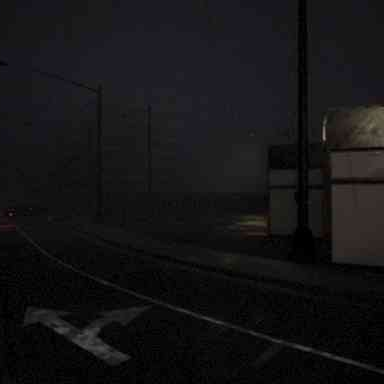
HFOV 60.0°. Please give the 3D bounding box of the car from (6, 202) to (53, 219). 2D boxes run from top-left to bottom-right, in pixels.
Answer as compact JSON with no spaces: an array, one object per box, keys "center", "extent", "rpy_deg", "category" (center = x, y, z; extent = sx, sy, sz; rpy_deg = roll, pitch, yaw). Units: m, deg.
[{"center":[-15.589,1.784,32.168],"extent":[1.837,1.490,4.892],"rpy_deg":[-3,-1,15],"category":"car"}]
